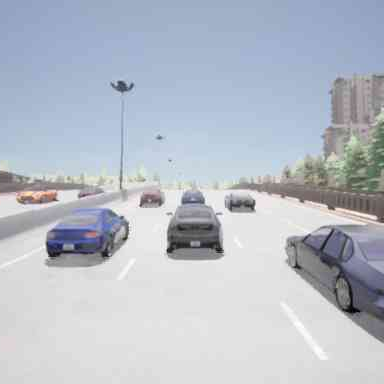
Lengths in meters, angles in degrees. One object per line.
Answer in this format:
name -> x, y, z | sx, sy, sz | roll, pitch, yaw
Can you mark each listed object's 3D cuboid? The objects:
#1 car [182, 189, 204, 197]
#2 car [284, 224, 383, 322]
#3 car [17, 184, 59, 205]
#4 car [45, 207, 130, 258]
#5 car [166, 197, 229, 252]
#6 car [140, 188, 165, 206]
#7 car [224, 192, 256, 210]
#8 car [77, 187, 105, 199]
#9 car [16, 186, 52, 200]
car -> 0.093, 0.460, 28.642 | 1.994, 1.385, 4.181 | 0, 3, 0
car -> 3.598, 1.428, 7.298 | 2.033, 1.411, 5.357 | 0, 2, 0
car -> -14.103, 0.153, 30.615 | 2.097, 1.767, 4.553 | 0, 3, 0
car -> -3.403, 1.250, 11.469 | 1.812, 1.442, 4.674 | 0, 3, 0
car -> 0.097, 1.189, 12.390 | 1.837, 1.490, 4.892 | 0, 3, 0
car -> -3.407, 0.399, 29.101 | 1.812, 1.442, 4.674 | 0, 3, 0
car -> 3.594, 0.638, 25.718 | 1.895, 1.301, 4.718 | 0, 3, 0
car -> -10.603, 0.145, 35.154 | 1.994, 1.385, 4.181 | 0, 3, 0
car -> -17.598, 0.043, 37.251 | 1.994, 1.385, 4.181 | 0, 3, 0
